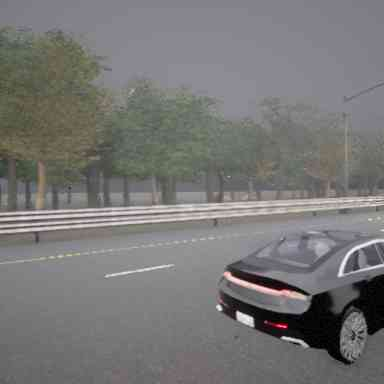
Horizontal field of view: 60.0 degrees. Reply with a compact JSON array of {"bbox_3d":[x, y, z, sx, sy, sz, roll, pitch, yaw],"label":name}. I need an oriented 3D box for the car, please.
[{"bbox_3d":[2.665,1.421,5.770,4.902,1.511,2.128,-1,1,-36],"label":"car"}]
